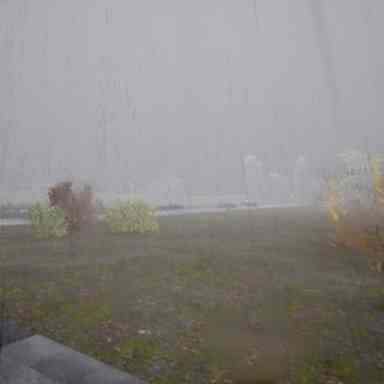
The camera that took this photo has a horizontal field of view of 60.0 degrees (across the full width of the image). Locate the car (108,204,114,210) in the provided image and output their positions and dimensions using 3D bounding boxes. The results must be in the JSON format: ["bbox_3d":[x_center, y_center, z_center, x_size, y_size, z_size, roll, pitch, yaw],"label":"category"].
[{"bbox_3d":[-9.337,2.036,42.126,1.837,1.490,4.892,-2,-2,36],"label":"car"}]

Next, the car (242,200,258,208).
[{"bbox_3d":[11.196,2.262,64.487,1.882,1.535,5.008,-2,-2,36],"label":"car"}]

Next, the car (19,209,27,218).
[{"bbox_3d":[-15.117,1.928,34.105,1.837,1.490,4.892,-2,-2,36],"label":"car"}]

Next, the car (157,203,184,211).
[{"bbox_3d":[-3.328,2.244,50.452,1.895,1.301,4.718,-2,-2,36],"label":"car"}]

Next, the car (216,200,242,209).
[{"bbox_3d":[6.010,2.176,57.214,2.128,1.511,4.902,-2,-2,36],"label":"car"}]
